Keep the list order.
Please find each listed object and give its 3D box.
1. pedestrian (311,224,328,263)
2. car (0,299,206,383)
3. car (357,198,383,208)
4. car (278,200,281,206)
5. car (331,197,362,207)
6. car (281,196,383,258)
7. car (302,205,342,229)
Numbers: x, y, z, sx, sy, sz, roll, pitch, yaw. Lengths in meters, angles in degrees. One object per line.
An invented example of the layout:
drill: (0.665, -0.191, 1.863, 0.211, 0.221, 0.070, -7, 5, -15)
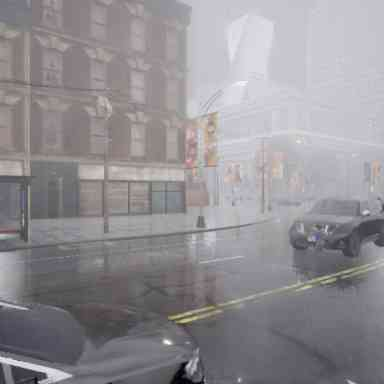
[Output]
pedestrian: (4.083, 1.574, 10.569, 0.375, 1.300, 0.375, 0, 0, -39)
car: (-2.102, 1.492, 2.239, 4.902, 1.511, 2.128, 0, 0, -36)
car: (26.110, 1.595, 47.970, 1.895, 1.301, 4.718, 0, 0, -6)
car: (14.854, 1.564, 50.570, 1.994, 1.385, 4.181, 0, 0, -16)
car: (24.764, 1.520, 53.540, 2.002, 1.452, 4.674, 0, 0, -16)
car: (6.059, 1.214, 13.305, 5.566, 2.045, 2.150, -1, 1, -45)
car: (8.873, 1.601, 22.527, 1.895, 1.301, 4.718, 0, 0, 29)
